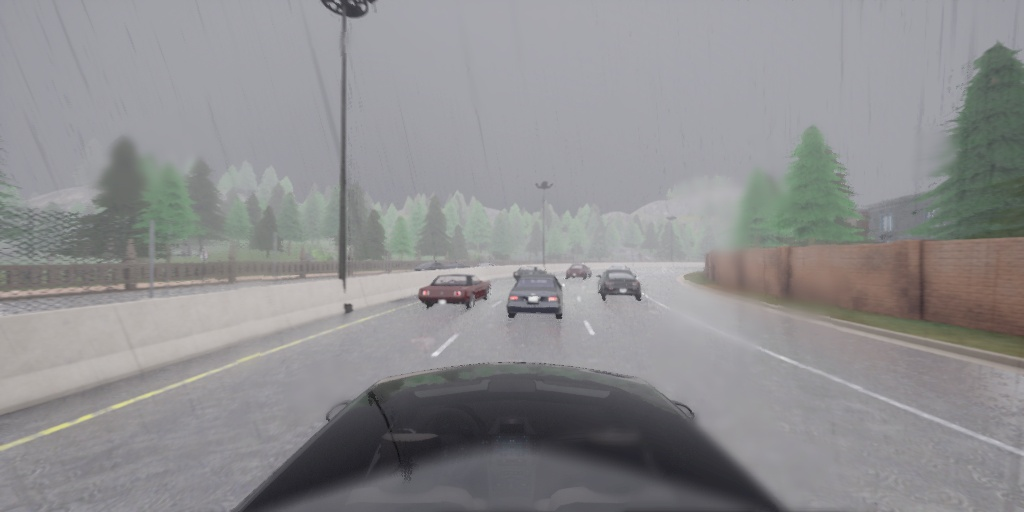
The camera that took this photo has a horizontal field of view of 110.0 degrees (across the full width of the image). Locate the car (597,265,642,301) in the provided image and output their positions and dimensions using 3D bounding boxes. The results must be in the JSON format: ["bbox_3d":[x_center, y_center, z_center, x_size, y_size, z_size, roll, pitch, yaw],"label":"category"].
[{"bbox_3d":[5.407,1.389,18.316,1.812,1.442,4.674,0,0,11],"label":"car"}]

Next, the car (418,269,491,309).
[{"bbox_3d":[-2.220,1.410,15.345,1.895,1.301,4.718,0,0,9],"label":"car"}]

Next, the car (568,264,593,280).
[{"bbox_3d":[6.353,1.475,34.002,1.812,1.442,4.674,0,0,21],"label":"car"}]

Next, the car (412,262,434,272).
[{"bbox_3d":[-9.575,1.415,41.713,1.837,1.490,4.892,0,0,22],"label":"car"}]

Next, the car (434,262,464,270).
[{"bbox_3d":[-6.445,1.481,40.113,1.994,1.385,4.181,0,0,22],"label":"car"}]

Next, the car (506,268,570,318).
[{"bbox_3d":[0.972,1.362,13.312,2.033,1.411,5.357,0,0,8],"label":"car"}]

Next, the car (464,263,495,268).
[{"bbox_3d":[-3.046,1.455,39.263,1.812,1.442,4.674,0,0,23],"label":"car"}]

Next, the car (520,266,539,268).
[{"bbox_3d":[1.649,1.513,31.340,1.895,1.301,4.718,0,0,18],"label":"car"}]
